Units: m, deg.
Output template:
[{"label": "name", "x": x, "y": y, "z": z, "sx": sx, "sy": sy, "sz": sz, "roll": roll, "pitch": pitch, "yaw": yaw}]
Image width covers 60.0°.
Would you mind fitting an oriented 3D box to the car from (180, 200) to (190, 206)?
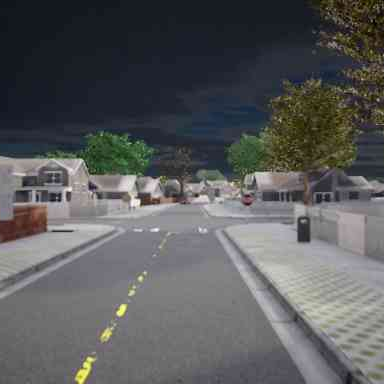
[{"label": "car", "x": -1.548, "y": 2.331, "z": 74.275, "sx": 1.895, "sy": 1.301, "sz": 4.718, "roll": 0, "pitch": -1, "yaw": 7}]
